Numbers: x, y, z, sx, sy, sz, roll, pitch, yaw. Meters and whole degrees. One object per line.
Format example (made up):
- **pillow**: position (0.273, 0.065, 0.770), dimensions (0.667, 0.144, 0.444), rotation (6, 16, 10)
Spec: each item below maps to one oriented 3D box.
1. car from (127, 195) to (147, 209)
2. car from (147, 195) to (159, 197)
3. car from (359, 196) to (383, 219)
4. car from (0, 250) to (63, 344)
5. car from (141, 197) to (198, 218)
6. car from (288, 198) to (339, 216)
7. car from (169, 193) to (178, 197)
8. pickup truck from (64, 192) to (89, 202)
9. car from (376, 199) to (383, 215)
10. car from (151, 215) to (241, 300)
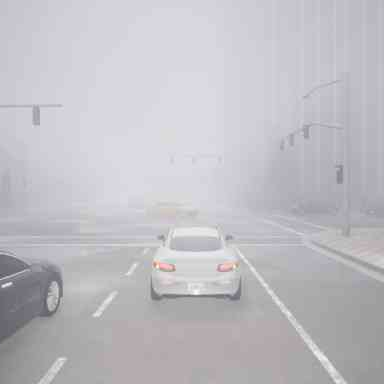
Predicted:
- **car**: position (-7.780, 1.505, 46.205), dimensions (1.837, 1.490, 4.892), rotation (0, 0, -1)
- **car**: position (-7.966, 1.351, 62.260), dimensions (2.097, 1.767, 4.553), rotation (0, 0, 0)
- **car**: position (17.720, 1.221, 29.064), dimensions (5.566, 2.045, 2.150), rotation (0, 0, 0)
- **car**: position (-3.434, 1.505, 4.582), dimensions (1.837, 1.490, 4.892), rotation (0, 0, 1)
- **car**: position (-1.759, 1.478, 28.451), dimensions (5.008, 1.535, 1.882), rotation (0, 1, 40)
- **car**: position (11.782, 1.352, 32.522), dimensions (4.553, 1.767, 2.097), rotation (0, 0, 0)
- **car**: position (-4.723, 1.225, 85.507), dimensions (2.150, 2.045, 5.566), rotation (0, 0, -1)
- **pickup truck**: position (-24.638, 1.059, 70.291), dimensions (2.390, 2.098, 6.274), rotation (0, 0, 30)
- **car**: position (21.007, 1.478, 32.585), dimensions (5.008, 1.535, 1.882), rotation (0, 0, 0)
- **car**: position (0.080, 1.526, 8.231), dimensions (1.812, 1.442, 4.674), rotation (0, 0, 0)
